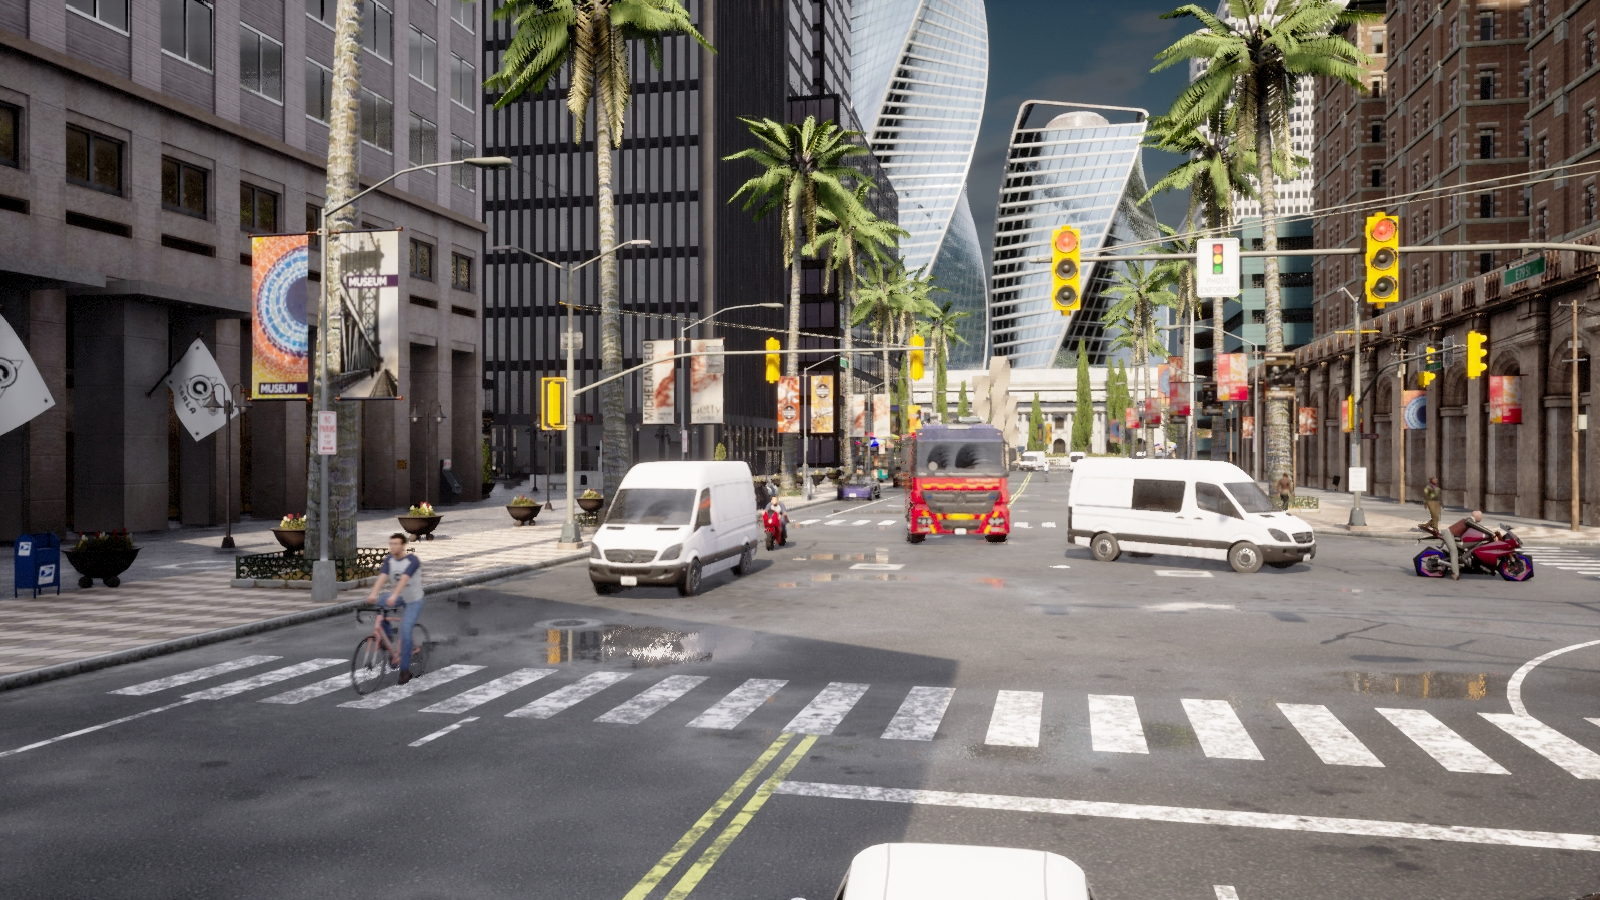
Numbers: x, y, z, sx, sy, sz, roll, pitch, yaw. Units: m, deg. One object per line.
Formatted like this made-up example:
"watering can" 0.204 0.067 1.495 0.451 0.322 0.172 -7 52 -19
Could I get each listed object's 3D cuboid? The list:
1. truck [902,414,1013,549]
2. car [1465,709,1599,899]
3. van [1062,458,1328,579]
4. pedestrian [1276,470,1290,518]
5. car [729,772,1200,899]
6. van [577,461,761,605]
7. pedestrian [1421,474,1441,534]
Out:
"truck" 4.835 0.890 36.587 2.891 3.827 8.468 0 0 4
"car" 3.753 1.992 2.523 2.152 1.651 5.027 0 0 7
"van" 9.493 1.532 27.982 1.988 2.561 5.915 1 0 -42
"pedestrian" 18.793 1.696 44.423 0.375 1.860 0.375 0 0 -39
"car" 0.558 2.120 3.851 1.481 1.376 2.207 0 0 9
"van" -2.519 1.534 23.905 1.988 2.561 5.915 0 0 13
"pedestrian" 19.889 1.696 36.018 0.375 1.860 0.375 0 0 -13
